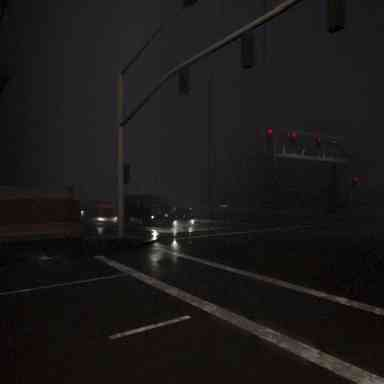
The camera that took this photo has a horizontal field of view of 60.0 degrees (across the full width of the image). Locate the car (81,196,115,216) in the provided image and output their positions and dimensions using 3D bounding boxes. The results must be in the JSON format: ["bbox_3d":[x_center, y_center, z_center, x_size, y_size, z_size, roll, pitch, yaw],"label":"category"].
[{"bbox_3d":[-9.095,1.478,32.574,1.882,1.535,5.008,0,0,-36],"label":"car"}]

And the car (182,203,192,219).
[{"bbox_3d":[-1.918,1.352,28.581,2.097,1.767,4.553,0,0,-36],"label":"car"}]

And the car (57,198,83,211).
[{"bbox_3d":[-15.090,1.526,40.941,1.812,1.442,4.674,0,0,-35],"label":"car"}]

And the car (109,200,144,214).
[{"bbox_3d":[-7.161,1.601,35.880,1.895,1.301,4.718,0,0,-36],"label":"car"}]

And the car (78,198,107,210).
[{"bbox_3d":[-13.364,1.547,44.531,2.033,1.411,5.357,0,0,-36],"label":"car"}]

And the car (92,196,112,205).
[{"bbox_3d":[-16.790,1.478,61.629,1.882,1.535,5.008,0,0,-36],"label":"car"}]

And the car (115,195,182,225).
[{"bbox_3d":[-3.334,1.222,24.549,2.150,2.045,5.566,0,0,-36],"label":"car"}]
